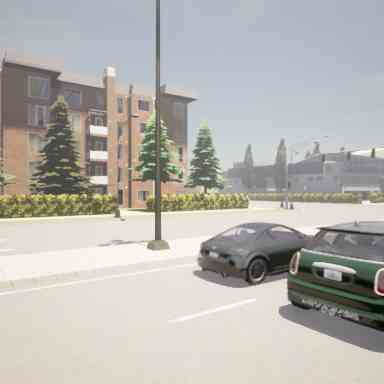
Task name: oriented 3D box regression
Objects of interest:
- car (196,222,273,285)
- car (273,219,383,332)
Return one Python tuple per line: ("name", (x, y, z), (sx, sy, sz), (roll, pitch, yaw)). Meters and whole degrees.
("car", (2.185, 1.564, 9.585), (4.181, 1.385, 1.994), (0, 0, -35))
("car", (3.988, 1.352, 6.577), (4.553, 1.767, 2.097), (0, 0, -36))
